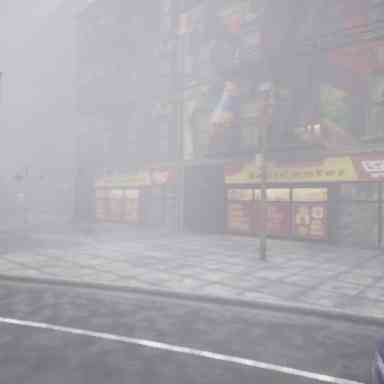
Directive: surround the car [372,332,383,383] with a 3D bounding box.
[{"bbox_3d":[4.004,1.676,2.484,4.674,1.442,1.812,0,-2,27],"label":"car"}]
